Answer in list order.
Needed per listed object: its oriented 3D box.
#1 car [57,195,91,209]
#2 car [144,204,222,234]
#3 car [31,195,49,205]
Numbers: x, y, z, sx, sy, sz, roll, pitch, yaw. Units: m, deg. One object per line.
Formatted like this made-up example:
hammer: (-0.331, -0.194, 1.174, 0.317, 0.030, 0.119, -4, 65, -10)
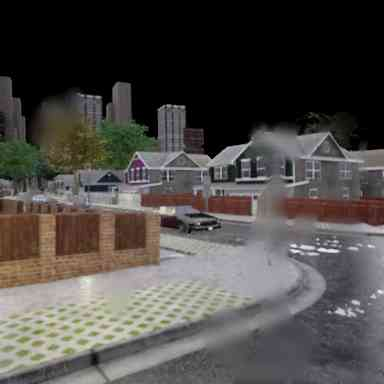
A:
car: (-11.455, 1.071, 32.107, 2.097, 1.767, 4.553, -2, 2, -36)
car: (-0.782, 1.424, 18.735, 2.033, 1.411, 5.357, -2, 2, -40)
car: (-21.203, 1.111, 46.171, 1.812, 1.442, 4.674, -2, 1, -33)
